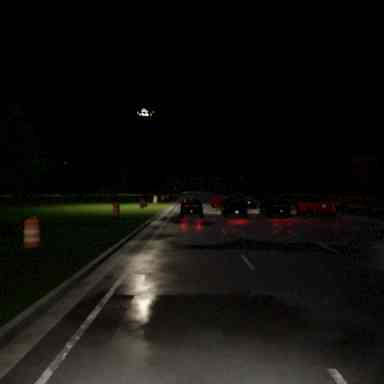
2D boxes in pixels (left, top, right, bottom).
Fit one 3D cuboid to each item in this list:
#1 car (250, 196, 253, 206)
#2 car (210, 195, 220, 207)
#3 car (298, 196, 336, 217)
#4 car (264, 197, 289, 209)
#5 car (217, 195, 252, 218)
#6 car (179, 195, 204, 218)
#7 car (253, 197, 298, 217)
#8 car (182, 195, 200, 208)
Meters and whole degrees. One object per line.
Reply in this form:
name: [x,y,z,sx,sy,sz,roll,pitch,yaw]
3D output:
car: [6.920,1.239,42.451,1.994,1.385,4.181,0,1,0]
car: [3.421,1.148,43.286,1.882,1.535,5.008,0,1,0]
car: [10.472,1.129,28.494,2.097,1.767,4.553,0,0,0]
car: [10.414,1.280,41.452,1.895,1.301,4.718,0,0,0]
car: [3.470,1.289,28.001,1.837,1.490,4.892,0,0,0]
car: [-0.028,1.277,28.094,2.128,1.511,4.902,0,0,0]
car: [6.971,1.273,28.306,2.128,1.511,4.902,0,0,0]
car: [-0.082,1.172,42.300,2.128,1.511,4.902,0,1,0]
